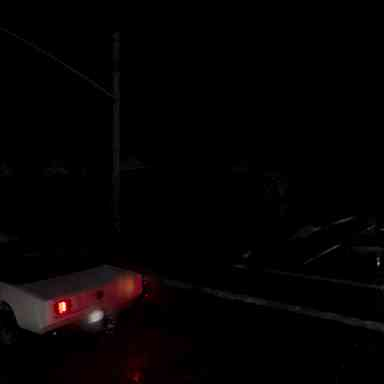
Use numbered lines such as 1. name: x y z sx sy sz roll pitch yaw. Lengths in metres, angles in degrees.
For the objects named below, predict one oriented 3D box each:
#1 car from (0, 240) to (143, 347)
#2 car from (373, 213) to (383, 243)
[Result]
1. car: -3.256 1.596 6.323 4.718 1.301 1.895 0 0 36
2. car: 9.630 1.465 15.253 1.837 1.490 4.892 0 0 35
